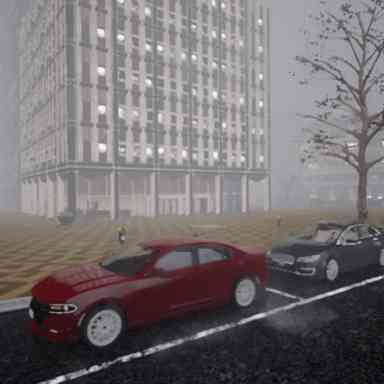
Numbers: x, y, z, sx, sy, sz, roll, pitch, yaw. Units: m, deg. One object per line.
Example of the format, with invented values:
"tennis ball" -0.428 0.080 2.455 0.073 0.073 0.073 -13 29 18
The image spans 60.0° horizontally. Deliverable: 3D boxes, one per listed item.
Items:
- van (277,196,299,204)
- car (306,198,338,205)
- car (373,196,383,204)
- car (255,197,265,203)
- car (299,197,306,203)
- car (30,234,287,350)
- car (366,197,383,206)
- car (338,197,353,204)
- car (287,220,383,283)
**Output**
"van" 20.269 1.753 71.587 1.690 1.788 3.998 -2 0 -36
"car" 25.190 1.834 64.701 1.887 1.381 4.507 -2 0 -36
"car" 36.952 1.506 63.104 1.967 1.590 4.097 -2 0 -36
"car" 18.567 2.105 88.284 1.802 1.307 4.206 -2 0 -36
"car" 25.099 1.800 79.264 1.967 1.590 4.097 -2 0 -36
"car" -0.524 1.529 6.193 4.507 1.381 1.887 0 0 -35
"car" 31.269 1.689 56.227 2.008 1.369 4.403 -2 0 -36
"car" 31.694 1.778 70.287 1.802 1.307 4.206 -2 0 -36
"car" 3.976 1.506 9.403 4.403 1.369 2.008 0 0 -35
